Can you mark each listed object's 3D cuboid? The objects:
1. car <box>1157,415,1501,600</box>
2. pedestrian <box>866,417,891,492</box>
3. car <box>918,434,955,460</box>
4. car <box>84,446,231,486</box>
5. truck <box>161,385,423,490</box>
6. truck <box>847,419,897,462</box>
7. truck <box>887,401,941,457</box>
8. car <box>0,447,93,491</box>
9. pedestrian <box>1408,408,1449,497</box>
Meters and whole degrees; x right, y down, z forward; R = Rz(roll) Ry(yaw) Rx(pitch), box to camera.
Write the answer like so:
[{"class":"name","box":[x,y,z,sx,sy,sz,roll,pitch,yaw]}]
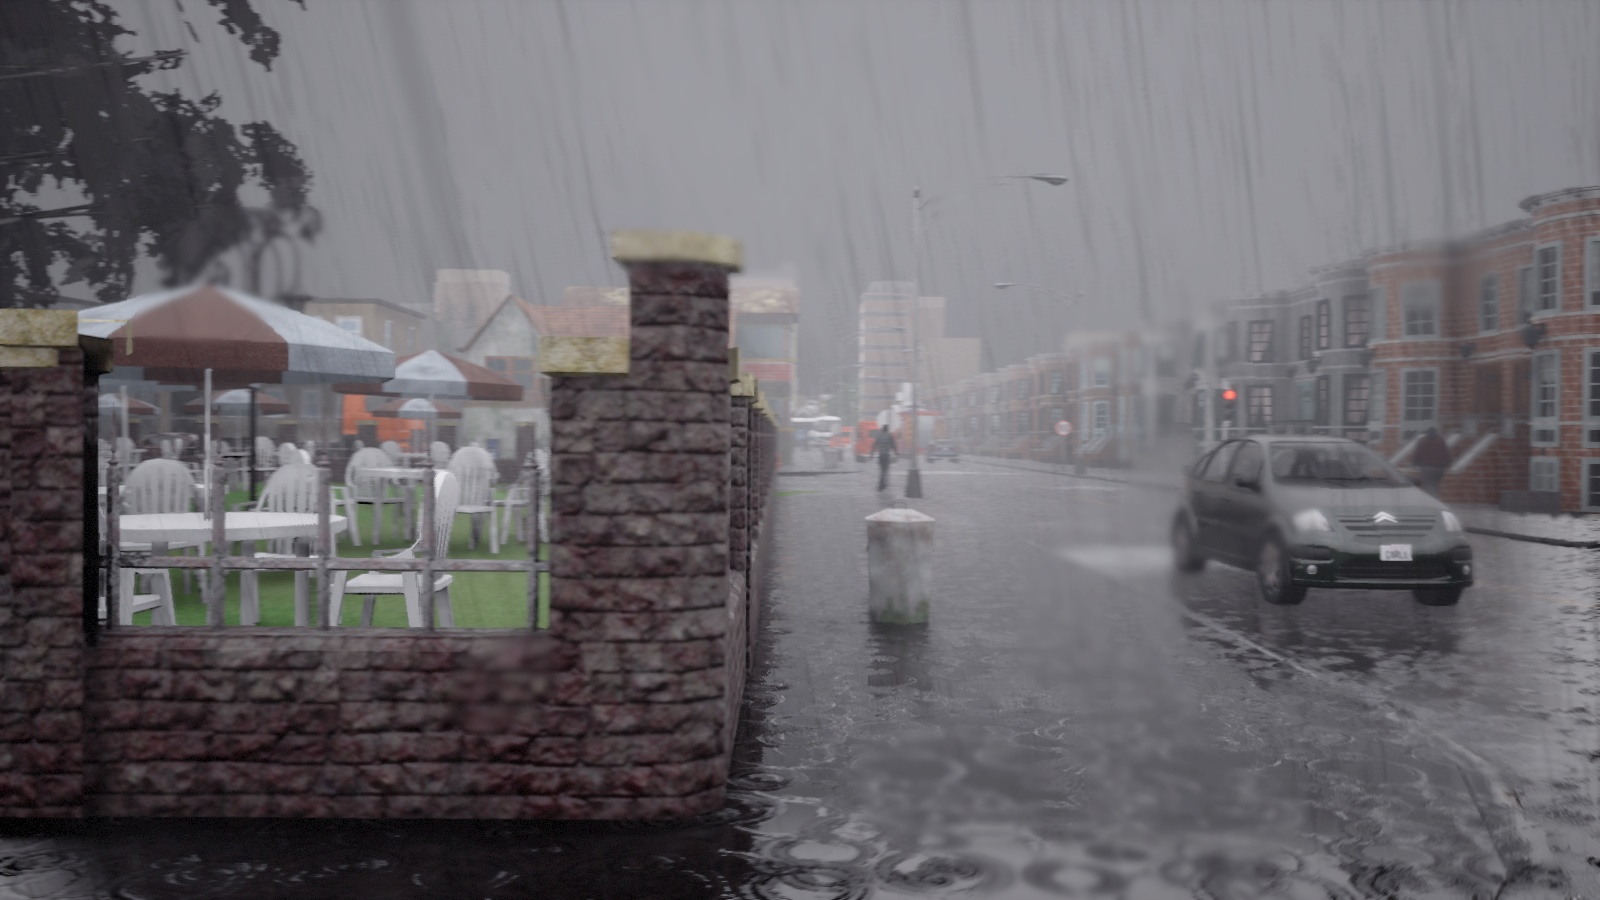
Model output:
[{"class":"car","box":[5.257,0.485,13.114,1.851,1.617,3.988,-1,1,-1]},{"class":"pedestrian","box":[2.080,0.106,33.242,0.423,1.949,0.788,0,1,20]},{"class":"car","box":[8.274,-0.186,76.610,1.789,1.549,3.705,-1,1,-1]},{"class":"car","box":[-24.480,0.592,47.973,4.674,1.442,1.812,-1,1,-1]},{"class":"truck","box":[-17.606,-0.456,43.961,7.936,3.462,2.891,-1,1,-4]},{"class":"truck","box":[4.281,-0.611,75.798,2.627,2.467,5.204,-1,2,-1]},{"class":"truck","box":[8.065,-1.474,89.761,2.891,3.827,8.468,-1,1,-1]},{"class":"car","box":[-27.357,0.661,43.926,4.193,1.474,1.816,-1,1,-1]},{"class":"pedestrian","box":[13.306,0.044,26.599,0.634,1.844,0.899,-1,1,18]}]
